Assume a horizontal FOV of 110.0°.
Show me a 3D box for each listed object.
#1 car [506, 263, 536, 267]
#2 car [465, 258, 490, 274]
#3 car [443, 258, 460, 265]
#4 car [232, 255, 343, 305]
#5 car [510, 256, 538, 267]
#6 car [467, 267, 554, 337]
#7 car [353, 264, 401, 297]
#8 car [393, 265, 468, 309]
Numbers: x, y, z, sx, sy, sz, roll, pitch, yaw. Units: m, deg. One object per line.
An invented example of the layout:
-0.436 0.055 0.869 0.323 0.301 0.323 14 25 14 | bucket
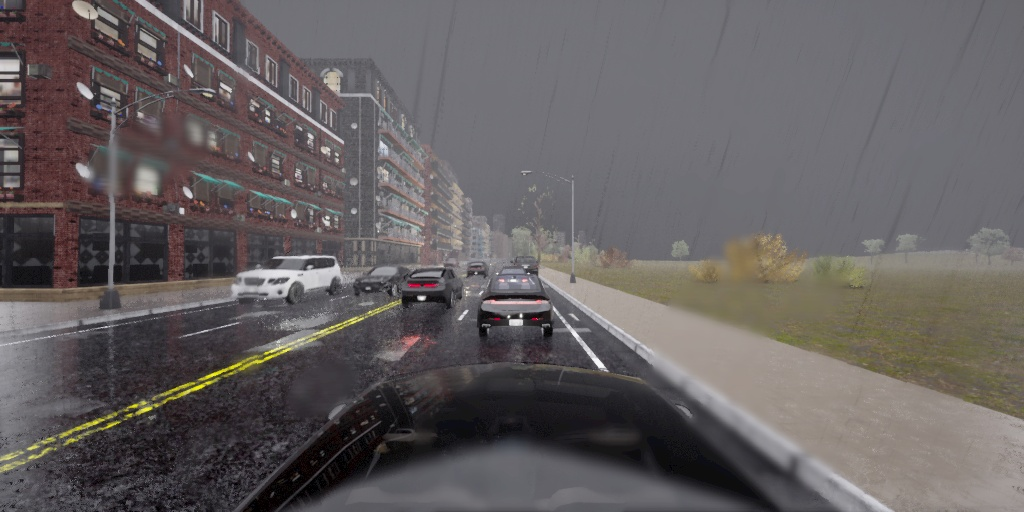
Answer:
0.060 1.301 20.712 2.033 1.411 5.357 0 0 0 | car
-3.227 1.260 34.526 1.837 1.490 4.892 0 0 0 | car
-9.965 1.103 59.100 2.097 1.767 4.553 0 0 0 | car
-9.885 0.974 16.418 2.150 2.045 5.566 0 0 0 | car
1.069 0.979 30.924 2.150 2.045 5.566 0 0 0 | car
0.081 1.243 10.272 2.128 1.511 4.902 0 0 0 | car
-6.639 1.230 19.053 1.882 1.535 5.008 0 0 0 | car
-3.180 1.254 15.006 1.837 1.490 4.892 0 -1 0 | car
